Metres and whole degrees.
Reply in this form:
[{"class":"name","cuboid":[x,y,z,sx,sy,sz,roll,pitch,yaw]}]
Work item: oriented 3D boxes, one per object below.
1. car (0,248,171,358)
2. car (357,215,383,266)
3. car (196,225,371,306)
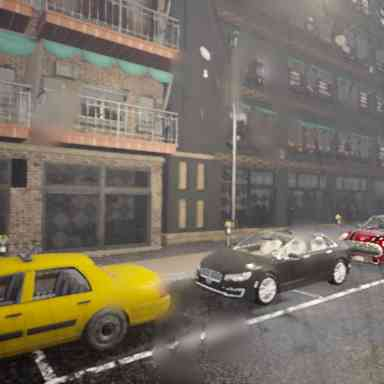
[{"class":"car","cuboid":[-2.629,1.529,4.669,4.829,1.417,1.752,0,1,-35]},{"class":"car","cuboid":[6.756,1.517,11.337,4.097,1.590,1.967,0,1,-35]},{"class":"car","cuboid":[2.131,1.592,8.052,4.403,1.369,2.008,0,1,-35]}]
